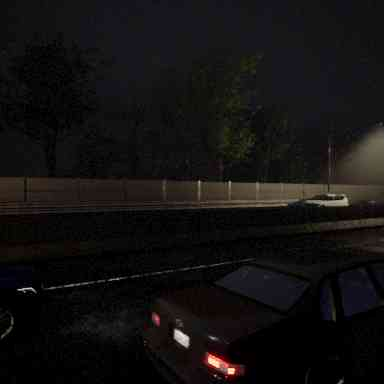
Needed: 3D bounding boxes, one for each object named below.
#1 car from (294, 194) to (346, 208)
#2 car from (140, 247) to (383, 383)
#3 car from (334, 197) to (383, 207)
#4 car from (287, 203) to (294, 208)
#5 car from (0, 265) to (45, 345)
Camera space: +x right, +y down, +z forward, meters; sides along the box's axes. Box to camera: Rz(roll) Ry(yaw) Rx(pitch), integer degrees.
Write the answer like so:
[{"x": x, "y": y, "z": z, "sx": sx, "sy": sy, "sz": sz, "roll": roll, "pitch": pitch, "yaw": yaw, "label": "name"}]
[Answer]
[{"x": 13.058, "y": 1.232, "z": 32.675, "sx": 5.566, "sy": 2.045, "sz": 2.150, "roll": 0, "pitch": 0, "yaw": -32, "label": "car"}, {"x": 2.006, "y": 1.548, "z": 4.759, "sx": 5.357, "sy": 1.411, "sz": 2.033, "roll": 0, "pitch": 0, "yaw": -32, "label": "car"}, {"x": 15.538, "y": 1.502, "z": 30.103, "sx": 4.902, "sy": 1.511, "sz": 2.128, "roll": 0, "pitch": 0, "yaw": -32, "label": "car"}, {"x": 12.601, "y": 1.489, "z": 36.527, "sx": 5.008, "sy": 1.535, "sz": 1.882, "roll": 0, "pitch": 0, "yaw": -32, "label": "car"}, {"x": -4.634, "y": 1.526, "z": 4.706, "sx": 4.674, "sy": 1.442, "sz": 1.812, "roll": 0, "pitch": 0, "yaw": -32, "label": "car"}]
